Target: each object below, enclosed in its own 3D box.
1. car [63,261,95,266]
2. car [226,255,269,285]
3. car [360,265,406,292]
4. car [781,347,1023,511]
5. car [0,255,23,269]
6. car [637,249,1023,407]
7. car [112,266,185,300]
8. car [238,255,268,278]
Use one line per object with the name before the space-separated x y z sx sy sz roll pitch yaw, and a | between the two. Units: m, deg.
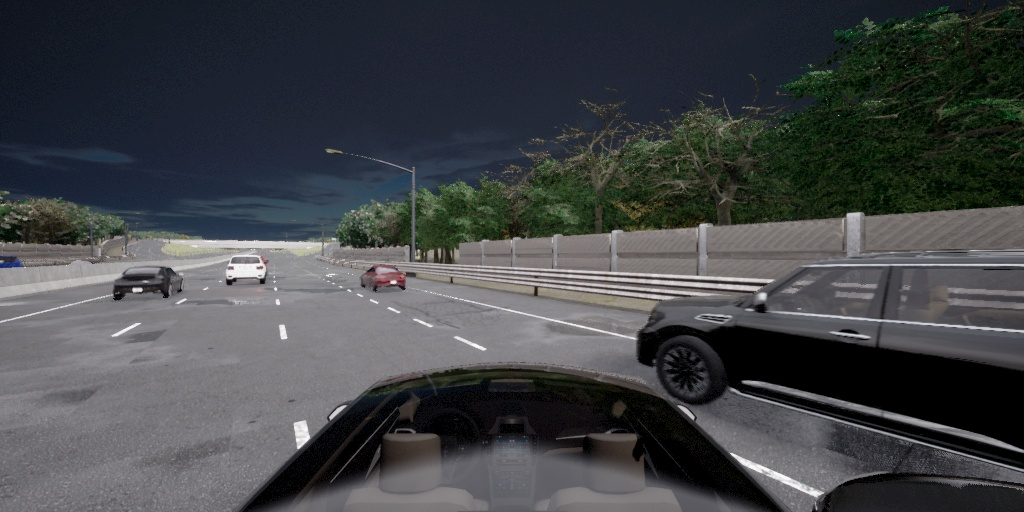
car | -42.500 1.237 35.356 1.812 1.442 4.674 0 0 -34
car | -19.273 0.957 26.139 2.150 2.045 5.566 0 0 -34
car | -7.796 1.270 21.614 1.812 1.442 4.674 0 0 -34
car | 2.987 1.315 0.391 4.181 1.385 1.994 0 0 34
car | -42.460 0.940 28.967 2.150 2.045 5.566 0 0 -34
car | 4.169 0.969 3.945 2.150 2.045 5.566 0 0 -34
car | -17.933 1.246 17.869 1.837 1.490 4.892 0 0 -34
car | -25.266 0.946 35.096 2.150 2.045 5.566 0 0 -34
